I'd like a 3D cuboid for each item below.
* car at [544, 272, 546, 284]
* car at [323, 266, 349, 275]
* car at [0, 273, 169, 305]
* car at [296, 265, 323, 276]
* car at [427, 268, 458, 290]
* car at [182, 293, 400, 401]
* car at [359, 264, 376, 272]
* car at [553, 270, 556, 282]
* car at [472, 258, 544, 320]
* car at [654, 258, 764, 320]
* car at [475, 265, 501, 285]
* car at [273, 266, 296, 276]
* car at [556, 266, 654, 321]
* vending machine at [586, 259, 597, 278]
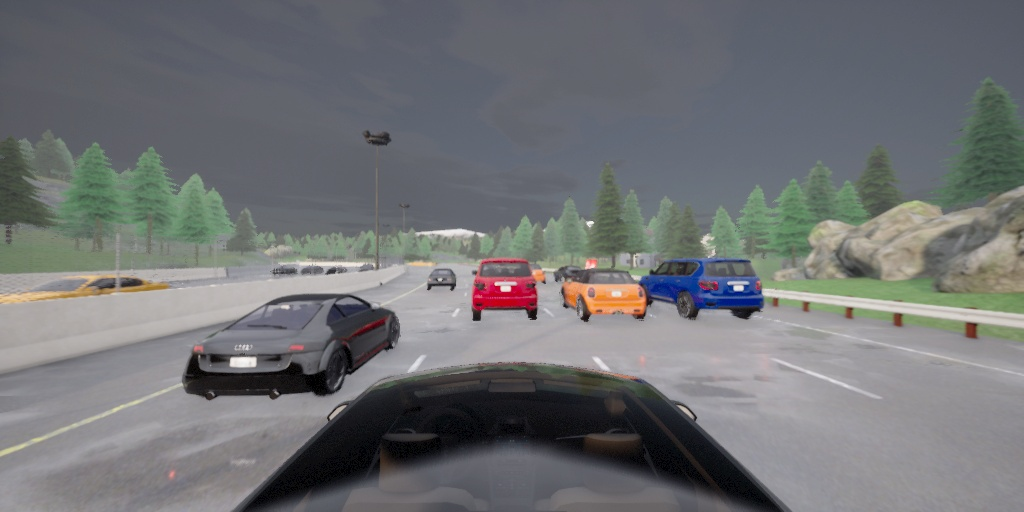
[{"bbox_3d":[1.440,1.435,30.692,2.097,1.767,4.553,0,-1,-8],"label":"car"},{"bbox_3d":[-23.244,1.941,47.796,1.895,1.301,4.718,0,-1,-14],"label":"car"},{"bbox_3d":[-14.450,1.383,12.117,1.882,1.535,5.008,0,-1,-3],"label":"car"},{"bbox_3d":[-27.334,1.916,49.324,2.033,1.411,5.357,0,-1,-13],"label":"car"},{"bbox_3d":[-4.889,1.584,25.382,2.033,1.411,5.357,0,-1,-7],"label":"car"},{"bbox_3d":[-3.560,1.380,6.694,1.994,1.385,4.181,0,-1,-1],"label":"car"},{"bbox_3d":[-20.933,1.890,52.185,1.837,1.490,4.892,0,-1,-15],"label":"car"},{"bbox_3d":[4.920,1.584,31.147,1.837,1.490,4.892,0,-1,-8],"label":"car"},{"bbox_3d":[-0.329,1.109,13.495,2.150,2.045,5.566,0,-1,-3],"label":"car"},{"bbox_3d":[6.687,1.092,13.477,2.150,2.045,5.566,0,-1,-3],"label":"car"},{"bbox_3d":[-2.128,1.599,30.970,1.837,1.490,4.892,0,-1,-8],"label":"car"},{"bbox_3d":[-30.886,1.972,48.842,1.895,1.301,4.718,0,-1,-14],"label":"car"},{"bbox_3d":[3.165,1.229,13.307,2.097,1.767,4.553,0,-1,-3],"label":"car"},{"bbox_3d":[8.700,1.359,39.179,1.100,2.100,0.880,0,0,-10],"label":"vending machine"}]
